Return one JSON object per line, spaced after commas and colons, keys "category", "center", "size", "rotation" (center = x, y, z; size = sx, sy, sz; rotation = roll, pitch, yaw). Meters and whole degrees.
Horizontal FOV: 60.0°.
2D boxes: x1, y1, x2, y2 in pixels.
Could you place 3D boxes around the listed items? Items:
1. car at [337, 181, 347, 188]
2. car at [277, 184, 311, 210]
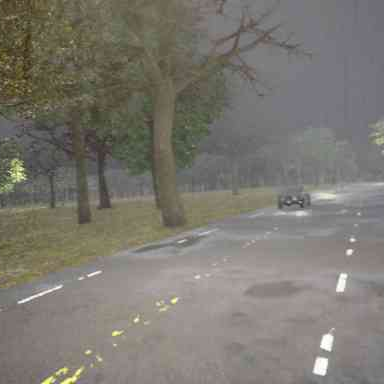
{"category": "car", "center": [38.309, -1.914, 84.772], "size": [1.837, 1.490, 4.892], "rotation": [-5, 0, 28]}
{"category": "car", "center": [9.202, 0.362, 29.806], "size": [2.150, 2.045, 5.566], "rotation": [-5, 0, 28]}
